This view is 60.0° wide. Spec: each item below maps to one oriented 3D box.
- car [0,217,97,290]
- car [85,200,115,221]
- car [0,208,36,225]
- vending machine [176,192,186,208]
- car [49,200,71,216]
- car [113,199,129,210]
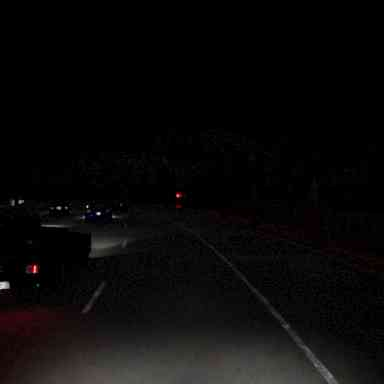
[{"bbox_3d":[-4.026,1.585,8.906,1.895,1.301,4.718,0,0,-6],"label":"car"},{"bbox_3d":[-7.338,1.526,26.213,1.994,1.385,4.181,0,0,-15],"label":"car"},{"bbox_3d":[-8.424,1.477,15.123,2.128,1.511,4.902,0,0,-9],"label":"car"},{"bbox_3d":[-1.488,1.101,44.042,1.100,2.100,0.880,0,0,-23],"label":"vending machine"},{"bbox_3d":[-13.097,1.529,32.976,2.033,1.411,5.357,0,0,-20],"label":"car"},{"bbox_3d":[-9.332,1.517,41.963,1.994,1.385,4.181,0,0,-24],"label":"car"}]
